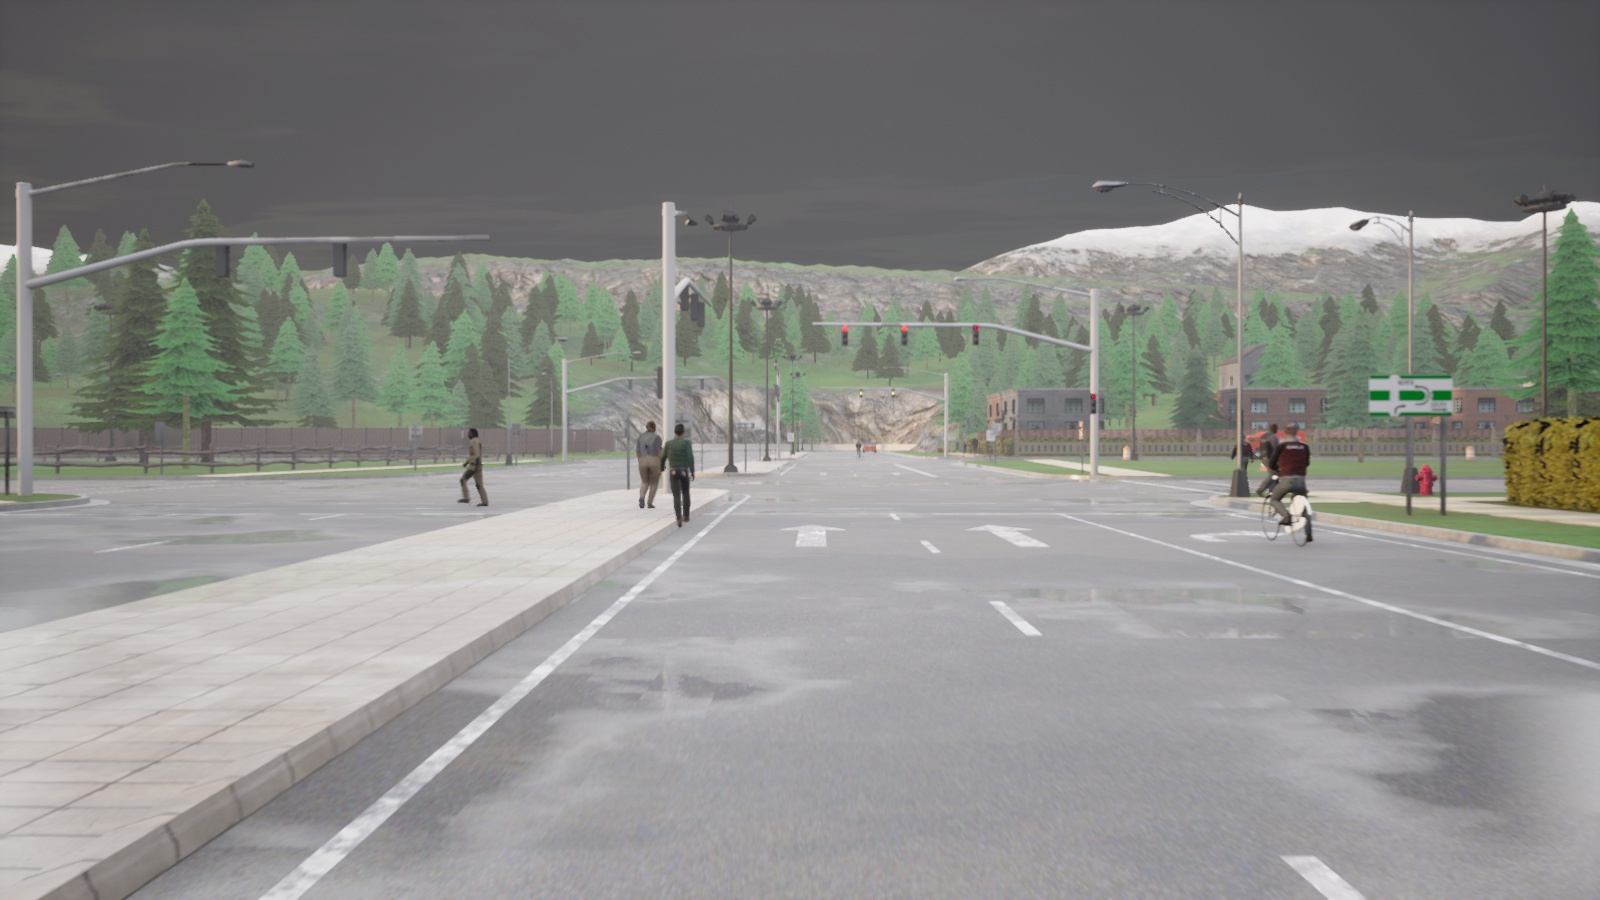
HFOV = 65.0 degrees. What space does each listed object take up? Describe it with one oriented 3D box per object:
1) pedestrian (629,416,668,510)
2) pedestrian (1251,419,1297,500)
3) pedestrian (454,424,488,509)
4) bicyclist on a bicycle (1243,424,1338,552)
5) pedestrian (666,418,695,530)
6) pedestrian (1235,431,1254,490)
[{"bbox_3d":[-3.005,0.250,24.951,0.540,1.848,0.694,0,0,14],"label":"pedestrian"},{"bbox_3d":[11.264,0.223,29.859,0.849,1.883,0.563,0,0,-7],"label":"pedestrian"},{"bbox_3d":[-7.539,0.373,28.770,0.692,1.930,0.396,0,0,-2],"label":"pedestrian"},{"bbox_3d":[7.120,0.517,18.326,0.659,1.776,1.843,0,1,0],"label":"bicyclist on a bicycle"},{"bbox_3d":[-2.101,0.412,22.087,0.423,1.949,0.788,0,0,1],"label":"pedestrian"},{"bbox_3d":[14.062,0.322,39.760,0.376,1.854,0.720,0,0,2],"label":"pedestrian"}]
